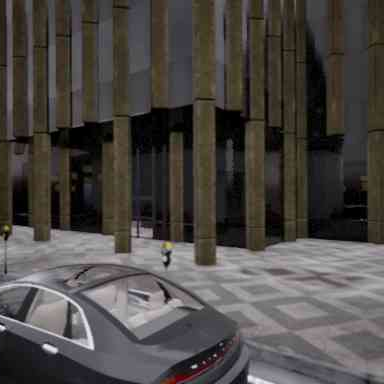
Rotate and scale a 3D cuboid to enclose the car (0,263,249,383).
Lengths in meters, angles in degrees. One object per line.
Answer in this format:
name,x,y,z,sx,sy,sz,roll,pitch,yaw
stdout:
car,-1.480,1.573,4.049,4.403,1.369,2.008,-1,0,36
